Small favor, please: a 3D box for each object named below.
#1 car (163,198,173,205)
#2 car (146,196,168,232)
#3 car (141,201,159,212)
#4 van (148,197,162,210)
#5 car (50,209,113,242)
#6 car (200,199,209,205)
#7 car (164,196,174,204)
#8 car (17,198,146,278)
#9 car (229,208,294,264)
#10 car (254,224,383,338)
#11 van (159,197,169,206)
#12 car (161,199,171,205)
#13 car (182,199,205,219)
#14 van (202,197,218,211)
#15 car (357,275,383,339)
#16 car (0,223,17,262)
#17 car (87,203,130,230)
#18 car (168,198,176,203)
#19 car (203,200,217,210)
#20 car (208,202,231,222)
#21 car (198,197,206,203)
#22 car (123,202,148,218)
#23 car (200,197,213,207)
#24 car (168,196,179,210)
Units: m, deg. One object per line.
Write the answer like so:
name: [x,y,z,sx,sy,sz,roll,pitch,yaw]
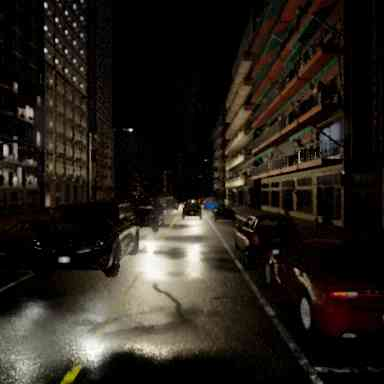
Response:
car: [-5.690,2.202,78.574,2.008,1.369,4.403,0,-1,0]
car: [-3.069,1.389,21.561,2.150,2.045,5.566,0,0,1]
car: [-5.692,1.909,45.410,1.887,1.381,4.507,0,0,0]
van: [-5.693,1.751,50.939,1.690,1.788,3.998,0,0,0]
car: [-5.694,1.703,17.772,1.947,1.339,4.313,0,0,0]
car: [2.690,2.168,73.045,1.947,1.339,4.313,0,-1,0]
car: [-5.691,2.017,84.103,2.192,1.841,5.009,0,-1,0]
car: [-3.082,1.305,10.814,2.150,2.045,5.566,0,0,0]
car: [2.685,1.534,12.244,1.967,1.590,4.097,0,0,0]
car: [2.685,1.596,6.716,1.887,1.381,4.507,0,0,0]
van: [-5.692,1.894,67.521,1.690,1.788,3.998,0,0,0]
car: [-5.690,2.184,73.046,1.802,1.307,4.206,0,-1,0]
car: [0.013,1.733,32.306,1.882,1.535,5.008,0,0,0]
van: [2.687,1.705,45.410,1.690,1.788,3.998,0,0,0]
car: [2.685,1.555,1.189,1.887,1.381,4.507,0,0,0]
car: [-5.695,1.639,12.244,1.887,1.381,4.507,0,0,0]
car: [-5.695,1.621,23.301,1.967,1.590,4.097,0,0,0]
car: [-5.689,2.349,95.156,1.887,1.381,4.507,0,-1,0]
car: [2.689,1.955,50.936,1.887,1.381,4.507,0,0,0]
car: [2.686,1.792,28.826,1.947,1.339,4.313,0,0,0]
car: [2.690,2.193,89.629,1.967,1.590,4.097,0,-1,0]
car: [-5.694,1.796,34.184,1.752,1.417,4.829,0,0,0]
car: [2.687,1.820,61.993,2.192,1.841,5.009,0,0,0]
car: [-2.996,1.779,48.076,2.097,1.767,4.553,0,0,0]
